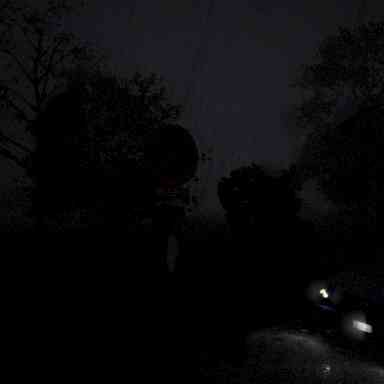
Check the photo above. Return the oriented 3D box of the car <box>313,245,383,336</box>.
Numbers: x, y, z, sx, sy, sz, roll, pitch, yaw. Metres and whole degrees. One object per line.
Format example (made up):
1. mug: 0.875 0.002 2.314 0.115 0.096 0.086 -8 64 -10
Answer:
1. car: 4.636 1.577 6.384 5.357 1.411 2.033 0 0 -36
